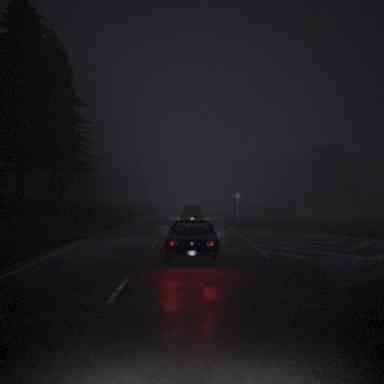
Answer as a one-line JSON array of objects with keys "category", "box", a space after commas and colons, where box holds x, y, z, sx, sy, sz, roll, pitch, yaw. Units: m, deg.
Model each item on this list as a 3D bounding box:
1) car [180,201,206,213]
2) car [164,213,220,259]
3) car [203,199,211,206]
[{"category": "car", "box": [0.014, 1.825, 28.474, 1.837, 1.490, 4.892, 0, 0, 0]}, {"category": "car", "box": [0.016, 1.750, 13.225, 1.895, 1.301, 4.718, 0, -1, 0]}, {"category": "car", "box": [2.962, 2.238, 70.353, 1.816, 1.474, 4.193, -6, 0, -2]}]
